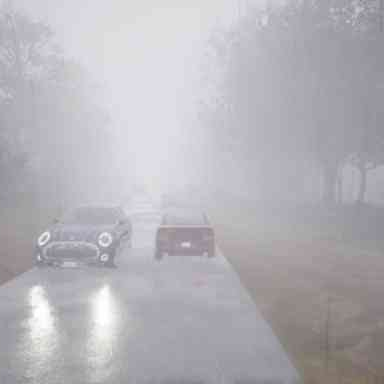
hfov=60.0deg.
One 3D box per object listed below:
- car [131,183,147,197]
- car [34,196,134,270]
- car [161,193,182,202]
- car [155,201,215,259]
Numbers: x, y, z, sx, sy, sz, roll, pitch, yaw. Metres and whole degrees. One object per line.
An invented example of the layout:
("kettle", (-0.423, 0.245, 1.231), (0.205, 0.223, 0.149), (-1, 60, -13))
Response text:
("car", (-8.135, -0.358, 50.820), (2.150, 2.045, 5.566), (2, 2, -11))
("car", (-3.146, 1.182, 10.550), (2.097, 1.767, 4.553), (1, 1, -3))
("car", (-1.958, 0.757, 31.523), (2.033, 1.411, 5.357), (1, 2, -7))
("car", (-0.287, 1.332, 12.132), (1.882, 1.535, 5.008), (0, 1, -3))
